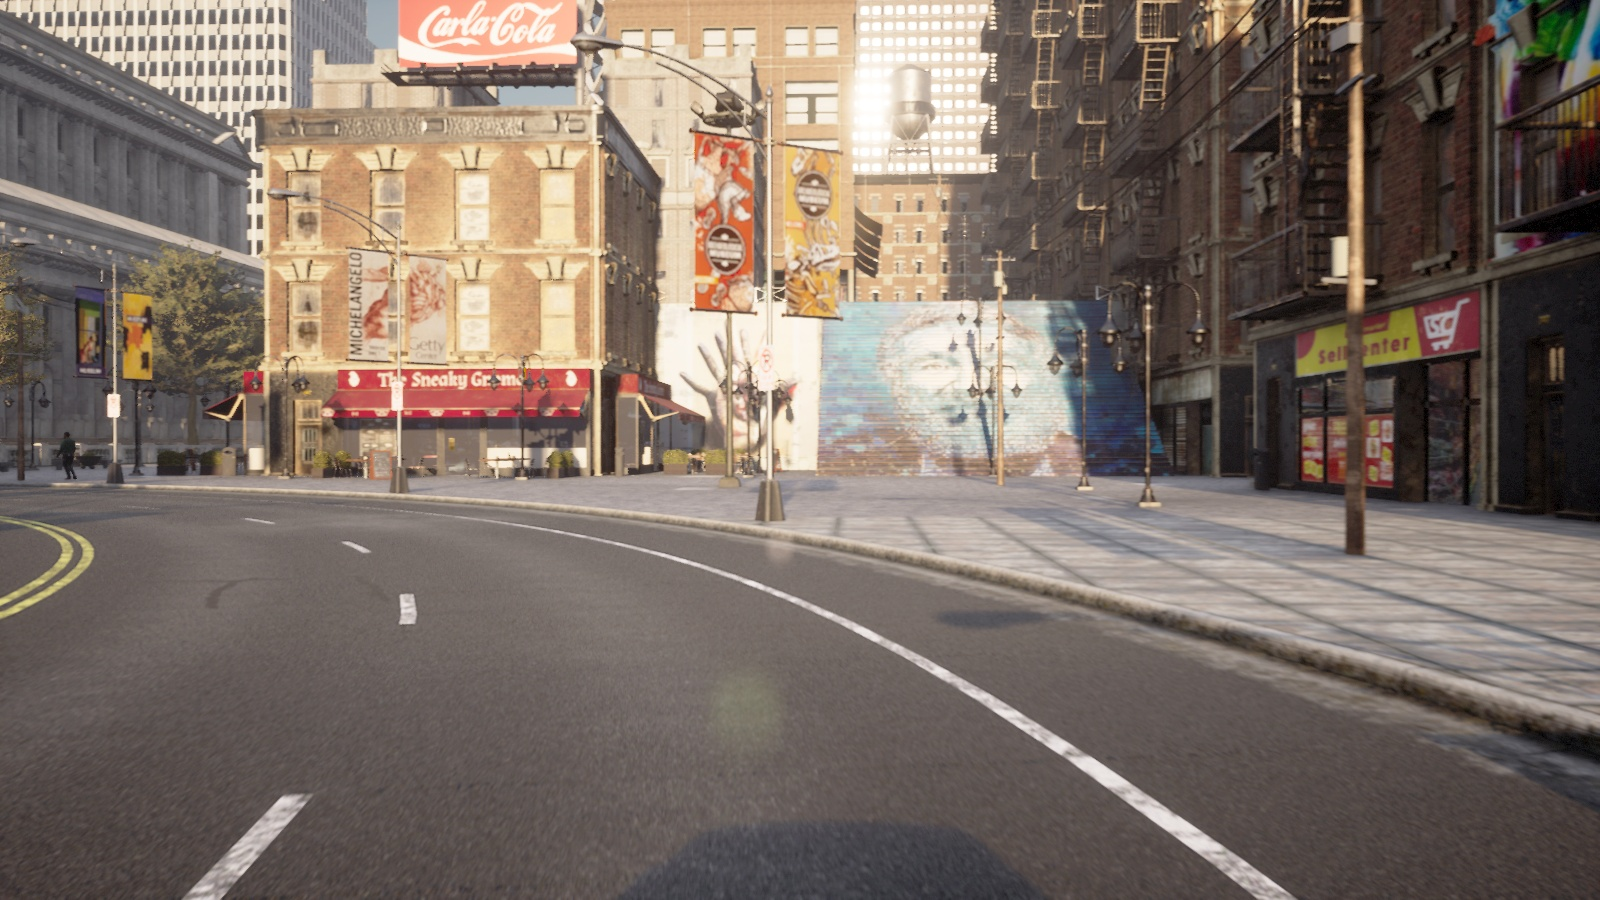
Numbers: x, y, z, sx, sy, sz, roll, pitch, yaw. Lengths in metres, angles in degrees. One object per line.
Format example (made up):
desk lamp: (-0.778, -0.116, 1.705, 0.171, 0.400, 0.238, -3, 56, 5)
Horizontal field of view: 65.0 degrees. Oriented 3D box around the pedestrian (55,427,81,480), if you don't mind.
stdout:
pedestrian: (-27.031, 0.139, 46.400, 0.788, 1.949, 0.423, 0, 0, 20)
